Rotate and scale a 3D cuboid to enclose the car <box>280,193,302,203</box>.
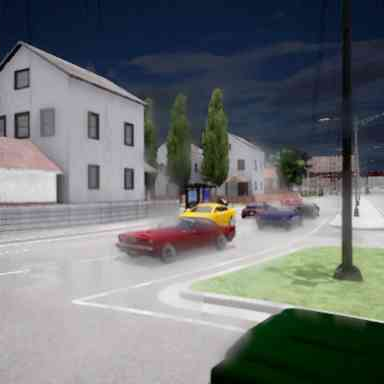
[{"bbox_3d":[12.786,1.125,42.605,2.150,2.045,5.566,0,0,26],"label":"car"}]

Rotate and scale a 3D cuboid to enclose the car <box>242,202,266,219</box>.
[{"bbox_3d":[5.562,1.506,28.043,1.994,1.385,4.181,0,0,26],"label":"car"}]

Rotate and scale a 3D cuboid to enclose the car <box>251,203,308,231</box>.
[{"bbox_3d":[5.479,1.555,20.401,1.895,1.301,4.718,0,0,30],"label":"car"}]

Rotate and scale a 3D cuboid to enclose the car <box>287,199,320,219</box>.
[{"bbox_3d":[9.715,1.532,28.493,1.895,1.301,4.718,0,0,27],"label":"car"}]

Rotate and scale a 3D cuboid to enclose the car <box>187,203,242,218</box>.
[{"bbox_3d":[0.927,1.444,19.644,1.882,1.535,5.008,0,0,31],"label":"car"}]

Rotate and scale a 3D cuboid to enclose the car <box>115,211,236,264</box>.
[{"bbox_3d":[-0.411,1.582,12.095,1.895,1.301,4.718,0,0,40],"label":"car"}]

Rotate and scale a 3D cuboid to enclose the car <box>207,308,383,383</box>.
[{"bbox_3d":[2.398,1.591,2.116,4.718,1.301,1.895,0,0,35],"label":"car"}]
